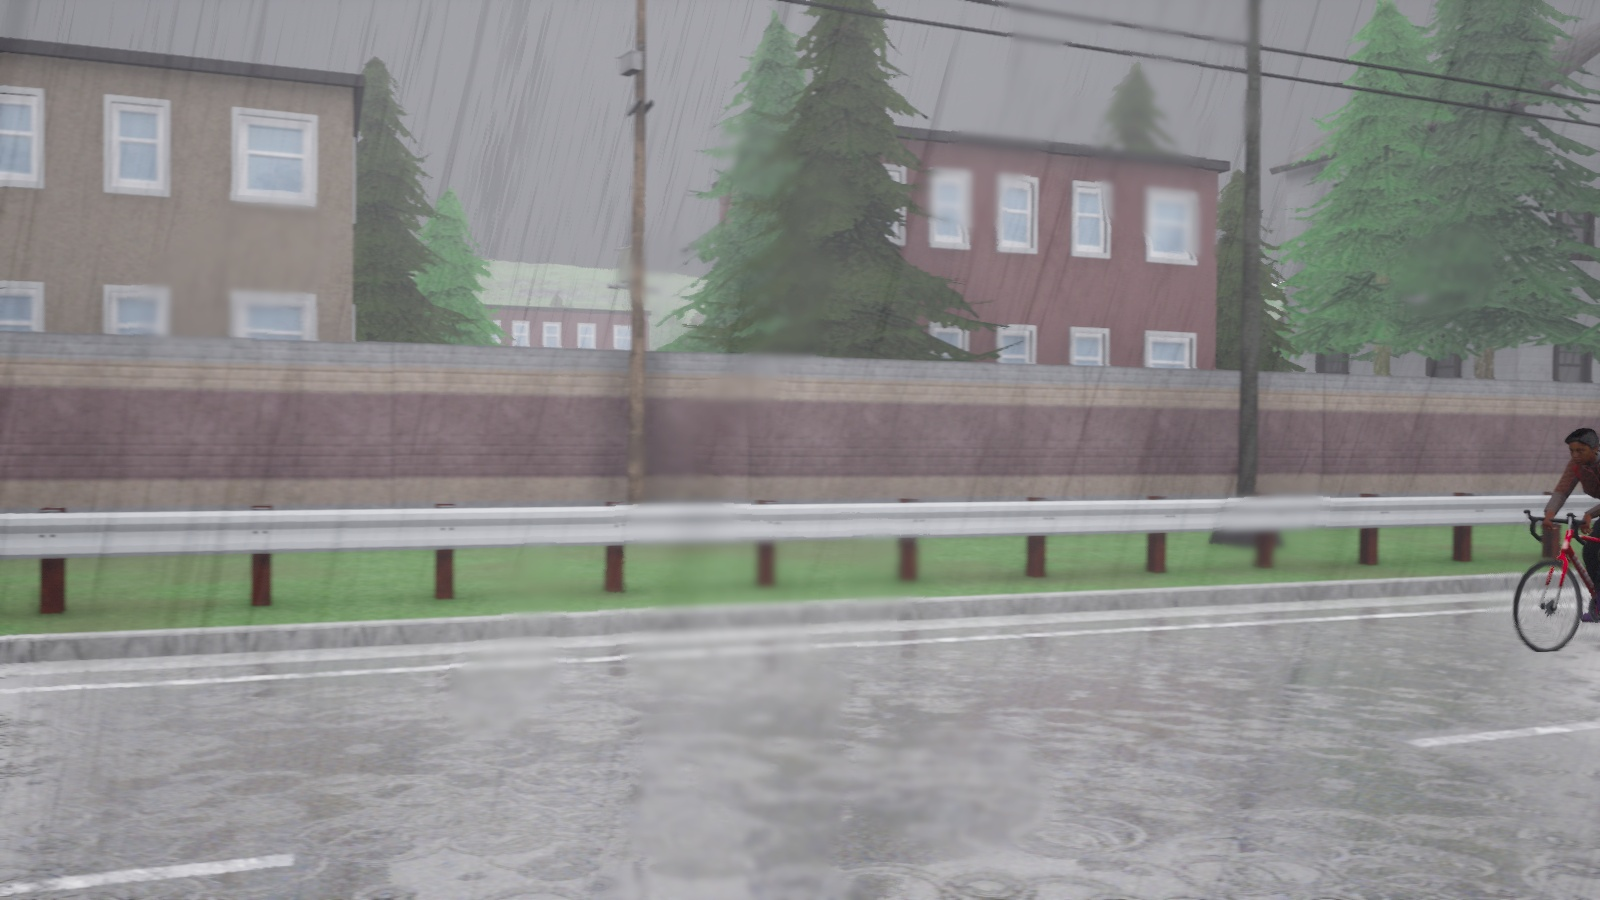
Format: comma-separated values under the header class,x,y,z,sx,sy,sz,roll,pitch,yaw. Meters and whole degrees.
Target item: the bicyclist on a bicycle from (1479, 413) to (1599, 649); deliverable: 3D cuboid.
class,x,y,z,sx,sy,sz,roll,pitch,yaw
bicyclist on a bicycle,5.845,0.538,9.195,1.656,1.620,0.582,-1,1,-21
